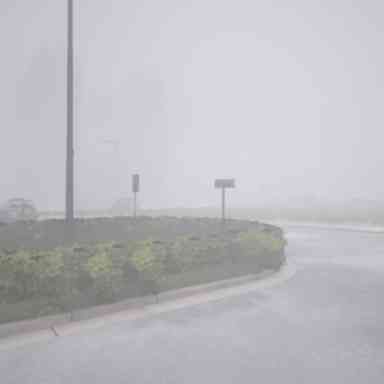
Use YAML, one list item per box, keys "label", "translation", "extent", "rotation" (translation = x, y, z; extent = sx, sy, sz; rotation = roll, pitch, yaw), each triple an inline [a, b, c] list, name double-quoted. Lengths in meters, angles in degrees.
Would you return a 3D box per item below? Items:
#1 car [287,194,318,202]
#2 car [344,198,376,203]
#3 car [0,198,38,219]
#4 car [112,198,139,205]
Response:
- label: "car"
  translation: [19.382, 1.339, 58.617]
  extent: [2.150, 2.045, 5.566]
  rotation: [0, 0, -35]
- label: "car"
  translation: [25.251, 1.621, 50.412]
  extent: [1.837, 1.490, 4.892]
  rotation: [0, -1, -35]
- label: "car"
  translation: [-12.004, 1.319, 22.903]
  extent: [1.932, 1.855, 4.605]
  rotation: [0, 0, -36]
- label: "car"
  translation: [-8.416, 1.522, 41.857]
  extent: [2.242, 1.667, 4.611]
  rotation: [0, 0, -36]
